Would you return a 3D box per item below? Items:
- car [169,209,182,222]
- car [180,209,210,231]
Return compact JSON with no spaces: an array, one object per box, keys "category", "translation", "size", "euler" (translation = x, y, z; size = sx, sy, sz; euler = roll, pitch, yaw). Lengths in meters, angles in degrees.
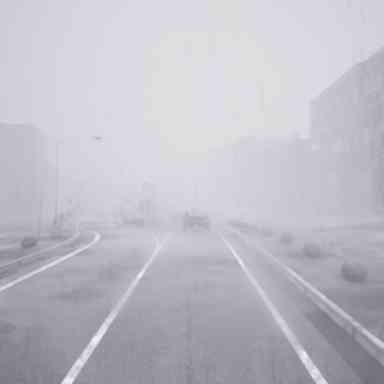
[{"category":"car","translation":[-1.779,2.859,42.146],"size":[1.882,1.535,5.008],"euler":[1,0,-12]},{"category":"car","translation":[0.280,2.117,24.433],"size":[1.895,1.301,4.718],"euler":[0,-3,0]}]
